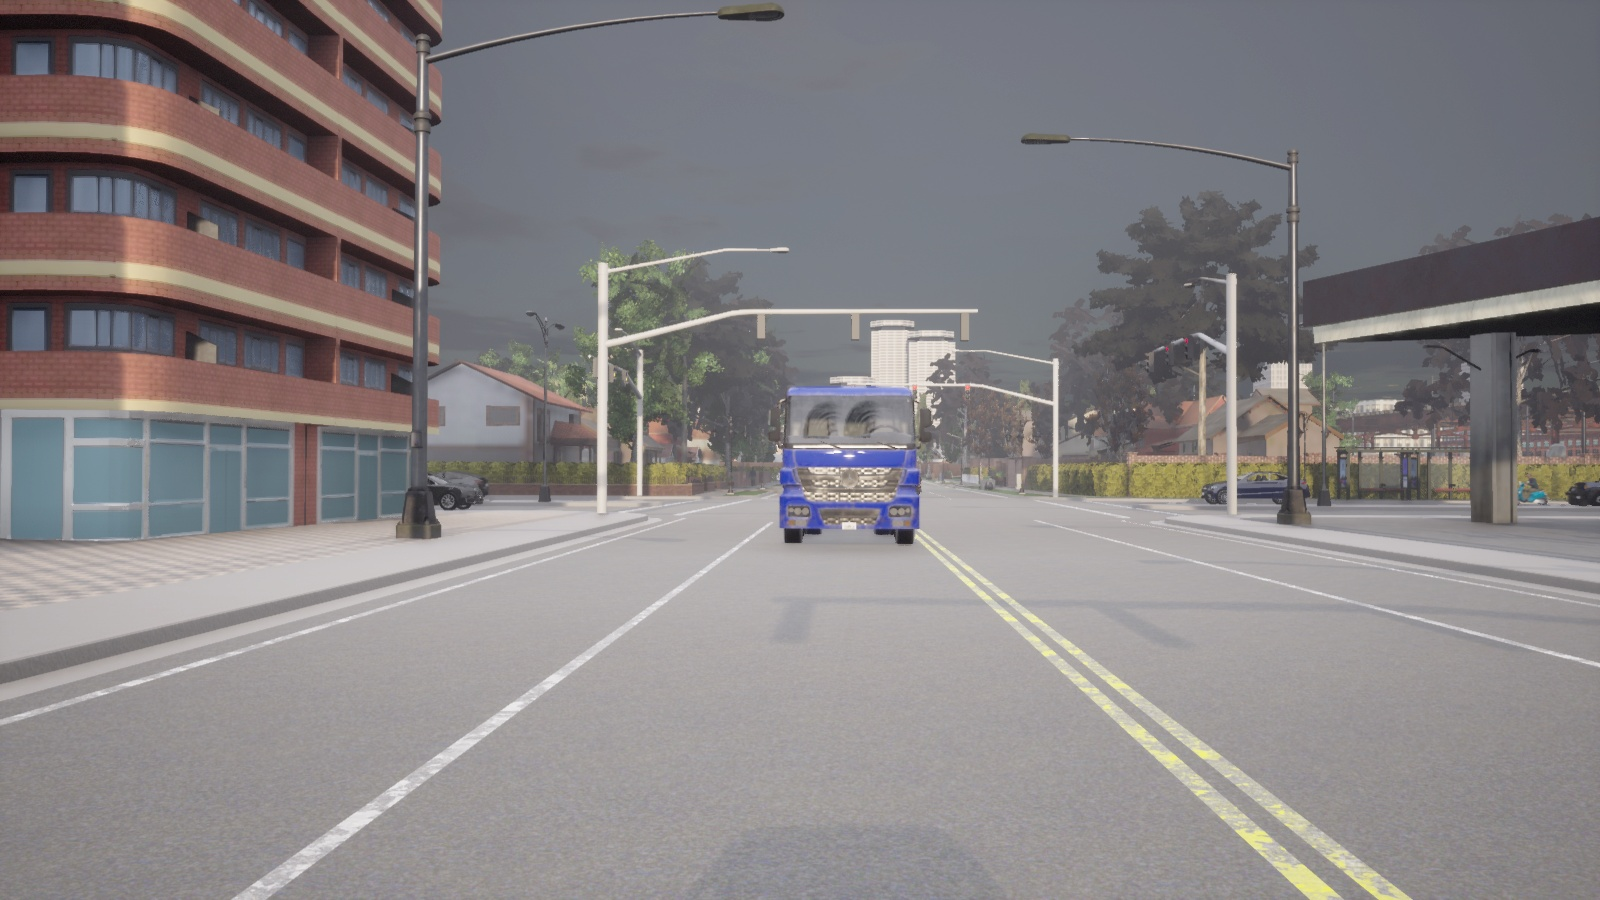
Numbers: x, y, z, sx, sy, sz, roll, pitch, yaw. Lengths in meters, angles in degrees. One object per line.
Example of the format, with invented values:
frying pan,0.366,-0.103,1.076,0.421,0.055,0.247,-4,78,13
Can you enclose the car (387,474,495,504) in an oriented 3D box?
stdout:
car,-18.165,1.954,63.706,4.792,1.488,2.163,0,-1,3

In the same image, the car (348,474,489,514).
car,-14.744,1.694,48.673,4.892,1.490,1.837,0,-1,4

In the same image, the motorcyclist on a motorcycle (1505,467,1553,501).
motorcyclist on a motorcycle,35.420,1.648,61.023,1.817,1.590,0.866,0,-1,2

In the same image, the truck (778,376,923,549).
truck,1.138,0.317,29.195,2.891,3.462,7.936,0,-1,2

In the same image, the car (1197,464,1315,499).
car,22.362,1.537,61.686,5.027,1.651,2.152,0,-1,2

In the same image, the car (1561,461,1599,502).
car,37.341,1.423,57.404,3.866,1.878,1.905,0,-1,3
